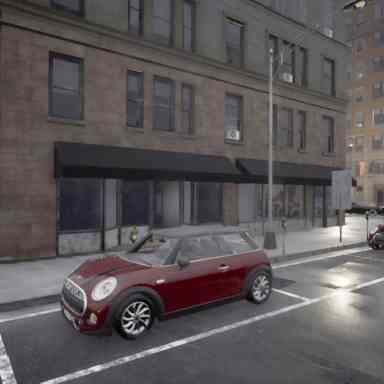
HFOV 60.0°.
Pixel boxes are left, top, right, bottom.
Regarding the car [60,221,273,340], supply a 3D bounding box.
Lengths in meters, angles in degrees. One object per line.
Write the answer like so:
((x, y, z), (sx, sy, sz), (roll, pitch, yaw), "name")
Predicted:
((-0.362, 1.441, 6.488), (4.097, 1.590, 1.967), (0, 0, -35), "car")

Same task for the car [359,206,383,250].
((8.598, 1.444, 12.845), (4.097, 1.590, 1.967), (0, 0, -35), "car")

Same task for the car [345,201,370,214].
((15.557, 1.531, 30.707), (1.895, 1.301, 4.718), (1, 0, -36), "car")
